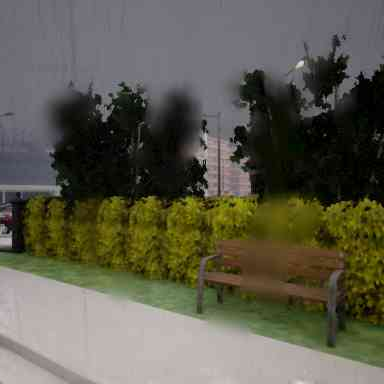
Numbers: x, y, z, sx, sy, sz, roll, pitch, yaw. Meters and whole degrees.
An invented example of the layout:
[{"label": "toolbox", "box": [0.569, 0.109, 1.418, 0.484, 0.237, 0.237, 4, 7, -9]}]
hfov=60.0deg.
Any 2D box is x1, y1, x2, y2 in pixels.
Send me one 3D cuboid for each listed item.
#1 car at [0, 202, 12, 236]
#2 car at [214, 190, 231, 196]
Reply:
[{"label": "car", "box": [-11.353, 1.475, 16.951, 5.008, 1.535, 1.882, 0, 0, -22]}, {"label": "car", "box": [6.173, 0.572, 68.155, 2.097, 1.767, 4.553, 0, 1, 35]}]
